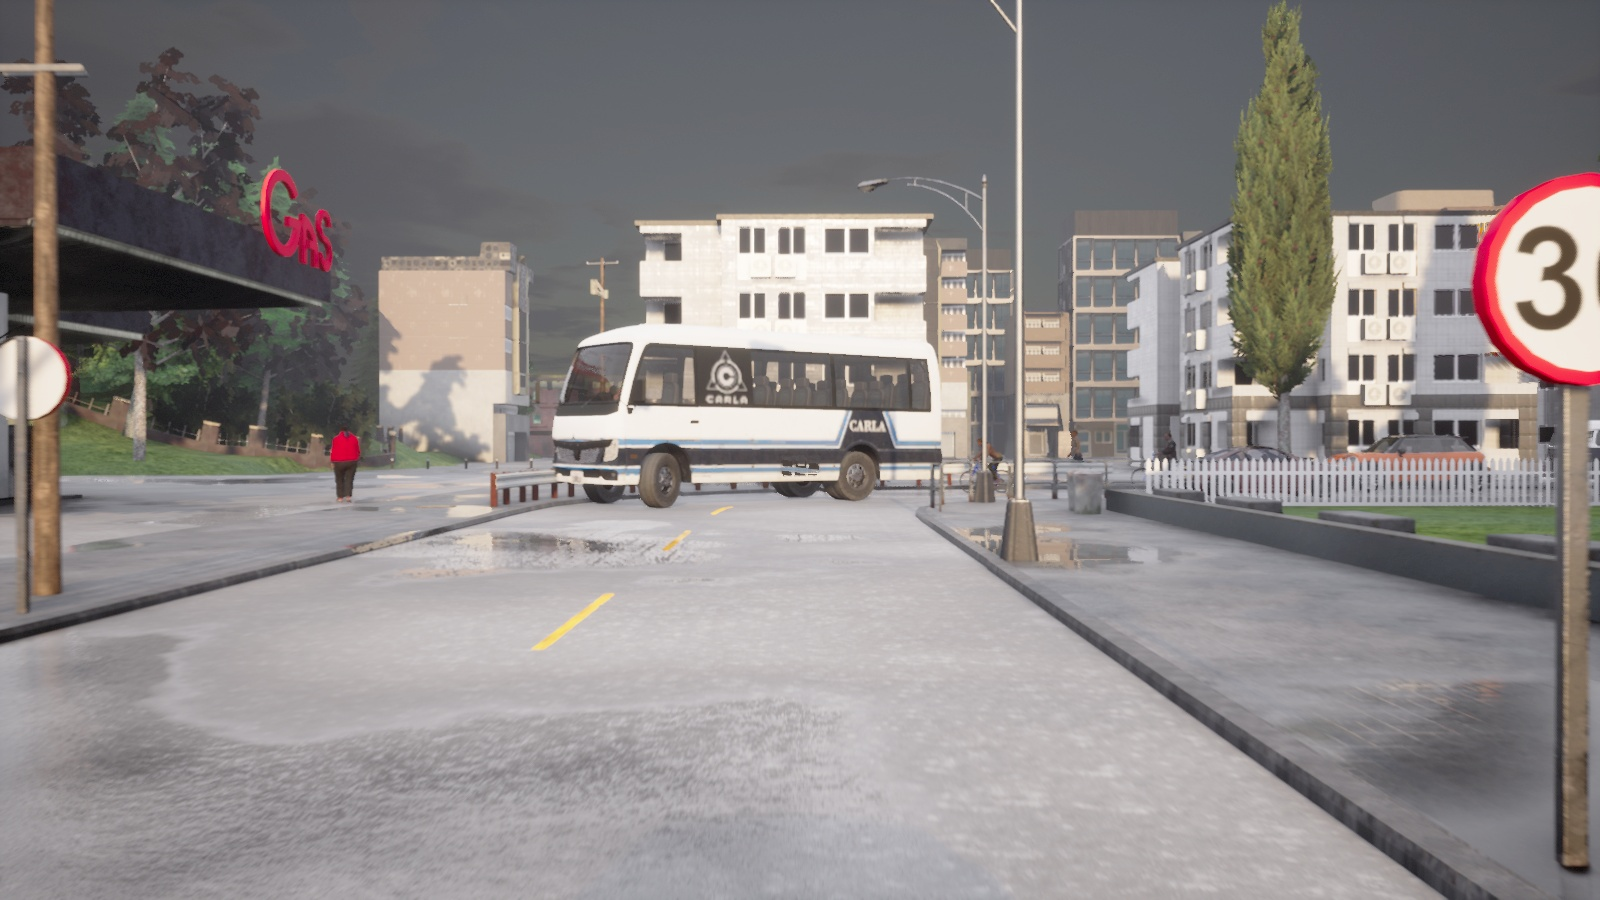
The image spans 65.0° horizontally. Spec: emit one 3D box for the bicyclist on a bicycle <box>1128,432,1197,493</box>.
[{"bbox_3d":[10.679,0.371,37.023,1.843,1.776,0.659,0,0,0],"label":"bicyclist on a bicycle"}]

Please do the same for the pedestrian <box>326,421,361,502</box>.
[{"bbox_3d":[-10.580,0.258,29.080,0.634,1.844,0.899,0,0,-28],"label":"pedestrian"}]

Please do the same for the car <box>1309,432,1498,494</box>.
[{"bbox_3d":[17.707,0.365,36.990,4.553,1.767,2.097,0,0,0],"label":"car"}]

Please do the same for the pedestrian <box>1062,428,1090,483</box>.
[{"bbox_3d":[9.015,0.181,41.063,0.869,1.805,0.328,0,0,6],"label":"pedestrian"}]

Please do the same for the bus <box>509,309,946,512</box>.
[{"bbox_3d":[-1.530,-0.850,31.015,10.273,4.253,3.944,0,1,-37],"label":"bus"}]

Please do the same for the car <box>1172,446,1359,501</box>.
[{"bbox_3d":[12.167,0.593,33.038,4.181,1.385,1.994,0,0,-1],"label":"car"}]

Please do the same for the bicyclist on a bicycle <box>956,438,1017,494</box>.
[{"bbox_3d":[5.418,0.455,36.469,1.656,1.620,0.582,0,1,-14],"label":"bicyclist on a bicycle"}]

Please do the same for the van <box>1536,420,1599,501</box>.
[{"bbox_3d":[22.160,0.261,32.955,4.480,2.038,2.069,0,0,0],"label":"van"}]
